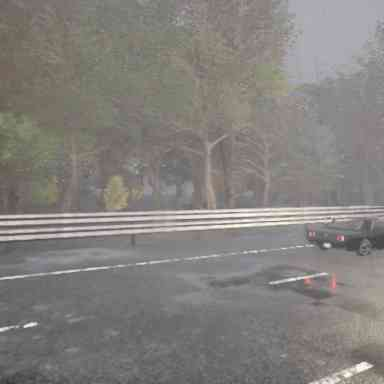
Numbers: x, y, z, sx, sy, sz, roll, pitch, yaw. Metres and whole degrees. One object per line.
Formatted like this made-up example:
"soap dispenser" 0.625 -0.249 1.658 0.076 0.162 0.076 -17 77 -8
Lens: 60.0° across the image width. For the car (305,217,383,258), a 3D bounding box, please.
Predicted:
"car" 6.729 1.623 12.923 4.718 1.301 1.895 0 0 -30
